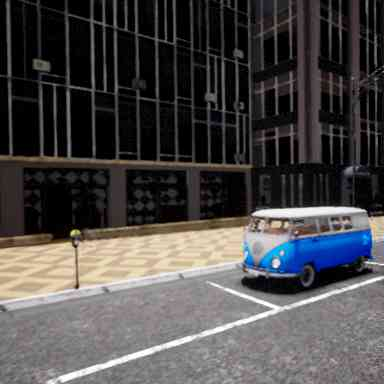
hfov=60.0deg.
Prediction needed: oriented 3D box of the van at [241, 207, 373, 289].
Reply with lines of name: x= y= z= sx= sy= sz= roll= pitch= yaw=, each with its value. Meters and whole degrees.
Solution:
van: x=3.114 y=1.314 z=8.800 sx=3.998 sy=1.788 sz=1.690 roll=0 pitch=-1 yaw=-35
